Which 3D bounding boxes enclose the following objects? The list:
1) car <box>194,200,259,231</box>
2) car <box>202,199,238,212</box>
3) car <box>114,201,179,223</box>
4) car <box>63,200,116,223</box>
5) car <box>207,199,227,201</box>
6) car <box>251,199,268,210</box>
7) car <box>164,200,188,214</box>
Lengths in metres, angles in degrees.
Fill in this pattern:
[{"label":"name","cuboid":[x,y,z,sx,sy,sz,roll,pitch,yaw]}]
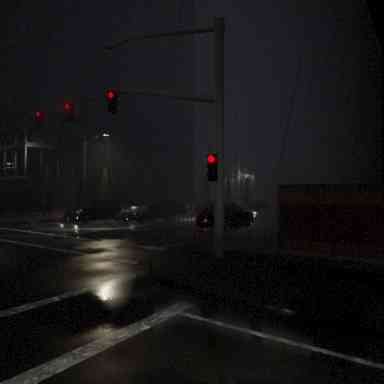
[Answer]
[{"label":"car","cuboid":[2.241,1.533,21.468,1.882,1.535,5.008,0,0,36]},{"label":"car","cuboid":[3.576,1.603,41.729,2.033,1.411,5.357,0,0,35]},{"label":"car","cuboid":[-3.424,1.656,25.925,1.895,1.301,4.718,0,0,36]},{"label":"car","cuboid":[-7.689,1.407,25.973,2.097,1.767,4.553,0,0,36]},{"label":"car","cuboid":[2.088,1.533,33.631,1.882,1.535,5.008,0,0,35]},{"label":"car","cuboid":[8.054,1.581,41.953,1.812,1.442,4.674,0,0,36]},{"label":"car","cuboid":[-2.376,1.560,33.408,1.837,1.490,4.892,0,0,36]}]
